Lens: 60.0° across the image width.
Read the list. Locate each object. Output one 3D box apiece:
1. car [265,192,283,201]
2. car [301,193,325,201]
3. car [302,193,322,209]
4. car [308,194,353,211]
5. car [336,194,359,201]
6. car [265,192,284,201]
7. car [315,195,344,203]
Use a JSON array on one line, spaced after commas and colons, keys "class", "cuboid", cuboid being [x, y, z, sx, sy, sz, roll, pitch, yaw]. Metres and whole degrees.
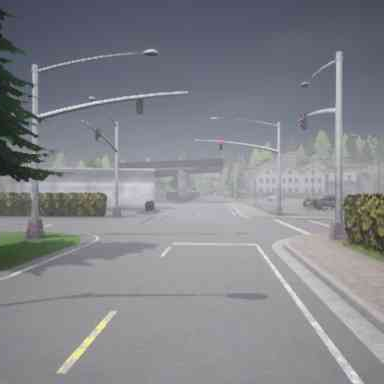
[{"class": "car", "cuboid": [18.308, 1.329, 74.062, 3.806, 1.475, 1.970, 0, 0, 4]}, {"class": "car", "cuboid": [26.769, 1.067, 73.496, 4.605, 1.855, 1.932, 0, 0, 4]}, {"class": "car", "cuboid": [15.920, 1.293, 39.888, 5.027, 1.636, 2.152, 0, 0, 4]}, {"class": "car", "cuboid": [15.748, 1.302, 36.755, 4.514, 1.523, 2.007, 0, 0, 4]}, {"class": "car", "cuboid": [37.249, 1.269, 79.706, 4.514, 1.523, 2.007, 0, 0, 4]}, {"class": "car", "cuboid": [19.155, 1.046, 77.334, 3.866, 1.878, 1.905, 0, 0, 4]}, {"class": "car", "cuboid": [25.172, 1.265, 61.121, 4.514, 1.523, 2.007, 0, 0, 4]}]
